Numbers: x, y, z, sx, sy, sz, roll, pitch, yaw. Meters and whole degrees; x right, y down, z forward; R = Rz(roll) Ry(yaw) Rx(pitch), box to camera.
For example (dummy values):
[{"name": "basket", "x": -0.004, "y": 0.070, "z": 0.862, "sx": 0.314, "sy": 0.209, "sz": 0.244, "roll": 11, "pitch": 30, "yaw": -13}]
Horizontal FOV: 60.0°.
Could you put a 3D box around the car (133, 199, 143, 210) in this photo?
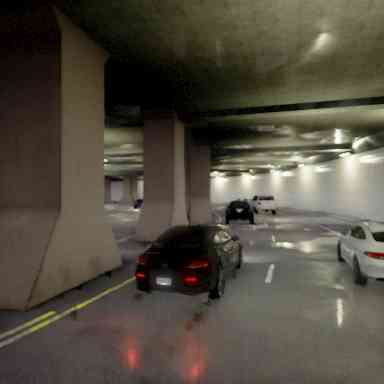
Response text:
[{"name": "car", "x": -7.018, "y": 1.692, "z": 46.263, "sx": 1.812, "sy": 1.442, "sz": 4.674, "roll": 0, "pitch": 0, "yaw": -8}]

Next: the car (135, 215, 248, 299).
[{"name": "car", "x": 0.136, "y": 1.555, "z": 8.575, "sx": 1.812, "sy": 1.442, "sz": 4.674, "roll": 0, "pitch": 0, "yaw": 17}]

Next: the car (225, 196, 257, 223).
[{"name": "car", "x": 3.728, "y": 1.438, "z": 26.406, "sx": 2.097, "sy": 1.767, "sz": 4.553, "roll": 0, "pitch": 0, "yaw": 7}]

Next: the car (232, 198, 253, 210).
[{"name": "car", "x": 7.209, "y": 1.683, "z": 47.636, "sx": 1.812, "sy": 1.442, "sz": 4.674, "roll": 0, "pitch": 0, "yaw": -7}]

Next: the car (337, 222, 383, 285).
[{"name": "car", "x": 5.265, "y": 1.553, "z": 9.212, "sx": 1.812, "sy": 1.442, "sz": 4.674, "roll": 0, "pitch": 0, "yaw": 16}]

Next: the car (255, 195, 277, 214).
[{"name": "car", "x": 7.780, "y": 1.341, "z": 36.933, "sx": 2.150, "sy": 2.045, "sz": 5.566, "roll": 0, "pitch": 0, "yaw": 0}]
